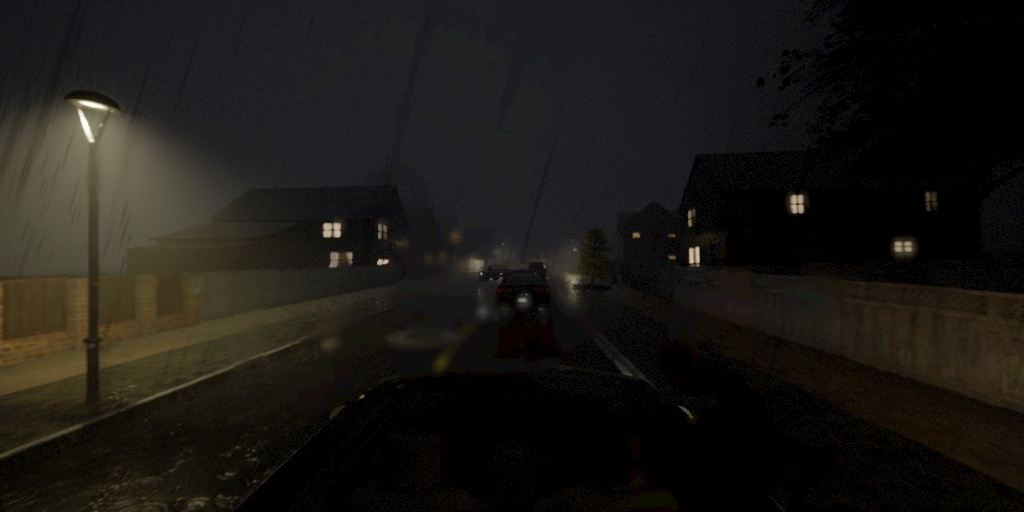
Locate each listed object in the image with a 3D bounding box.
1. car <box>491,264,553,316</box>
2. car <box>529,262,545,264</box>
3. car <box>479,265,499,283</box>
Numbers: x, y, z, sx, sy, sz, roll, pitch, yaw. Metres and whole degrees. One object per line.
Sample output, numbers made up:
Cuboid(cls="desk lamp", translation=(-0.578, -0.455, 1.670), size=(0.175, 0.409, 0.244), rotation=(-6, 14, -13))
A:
Cuboid(cls="car", translation=(0.496, 1.236, 13.540), size=(1.882, 1.535, 5.008), rotation=(0, 0, 3))
Cuboid(cls="car", translation=(2.358, 1.269, 33.176), size=(1.837, 1.490, 4.892), rotation=(0, 0, 8))
Cuboid(cls="car", translation=(-1.264, 1.371, 28.086), size=(1.895, 1.301, 4.718), rotation=(0, 0, 7))
